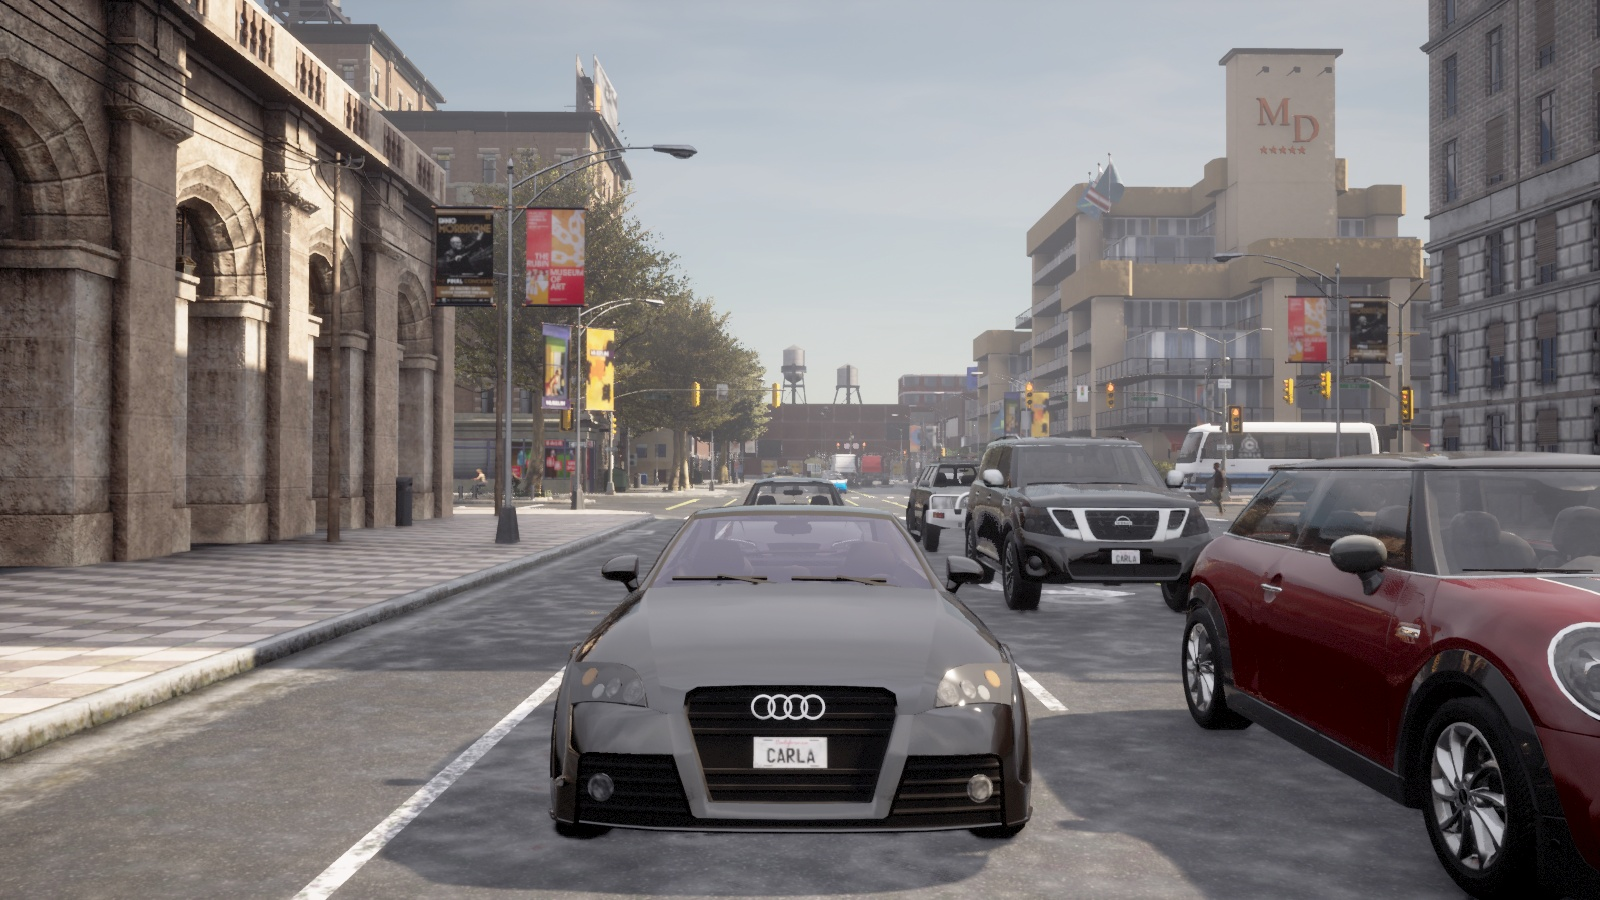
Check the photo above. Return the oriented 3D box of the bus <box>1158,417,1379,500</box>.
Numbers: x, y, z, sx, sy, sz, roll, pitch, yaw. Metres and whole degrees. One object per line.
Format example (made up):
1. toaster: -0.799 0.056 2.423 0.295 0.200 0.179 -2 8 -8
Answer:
1. bus: 24.795 0.460 66.964 10.273 4.253 3.944 0 -1 -1

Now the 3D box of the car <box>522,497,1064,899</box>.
1. car: -0.032 0.991 6.719 1.994 1.385 4.181 0 -1 0

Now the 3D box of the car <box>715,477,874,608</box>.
1. car: -0.072 1.105 16.502 1.816 1.474 4.193 0 -1 0

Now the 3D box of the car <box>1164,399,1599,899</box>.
1. car: 3.469 0.760 5.993 2.097 1.767 4.553 0 -1 0

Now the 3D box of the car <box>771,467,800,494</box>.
1. car: -1.039 2.117 88.457 1.932 1.855 4.605 0 -1 -1

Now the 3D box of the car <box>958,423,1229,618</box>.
1. car: 3.434 0.788 15.993 2.150 2.045 5.566 0 -1 0

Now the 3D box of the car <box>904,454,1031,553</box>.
1. car: 3.360 1.055 26.086 1.932 1.855 4.605 0 -1 -1

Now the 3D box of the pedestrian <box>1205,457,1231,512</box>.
1. pedestrian: 13.978 1.159 41.989 0.703 1.840 0.431 0 -1 1

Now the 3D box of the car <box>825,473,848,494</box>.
1. car: 2.497 2.302 86.116 1.481 1.376 2.207 0 -1 -1
